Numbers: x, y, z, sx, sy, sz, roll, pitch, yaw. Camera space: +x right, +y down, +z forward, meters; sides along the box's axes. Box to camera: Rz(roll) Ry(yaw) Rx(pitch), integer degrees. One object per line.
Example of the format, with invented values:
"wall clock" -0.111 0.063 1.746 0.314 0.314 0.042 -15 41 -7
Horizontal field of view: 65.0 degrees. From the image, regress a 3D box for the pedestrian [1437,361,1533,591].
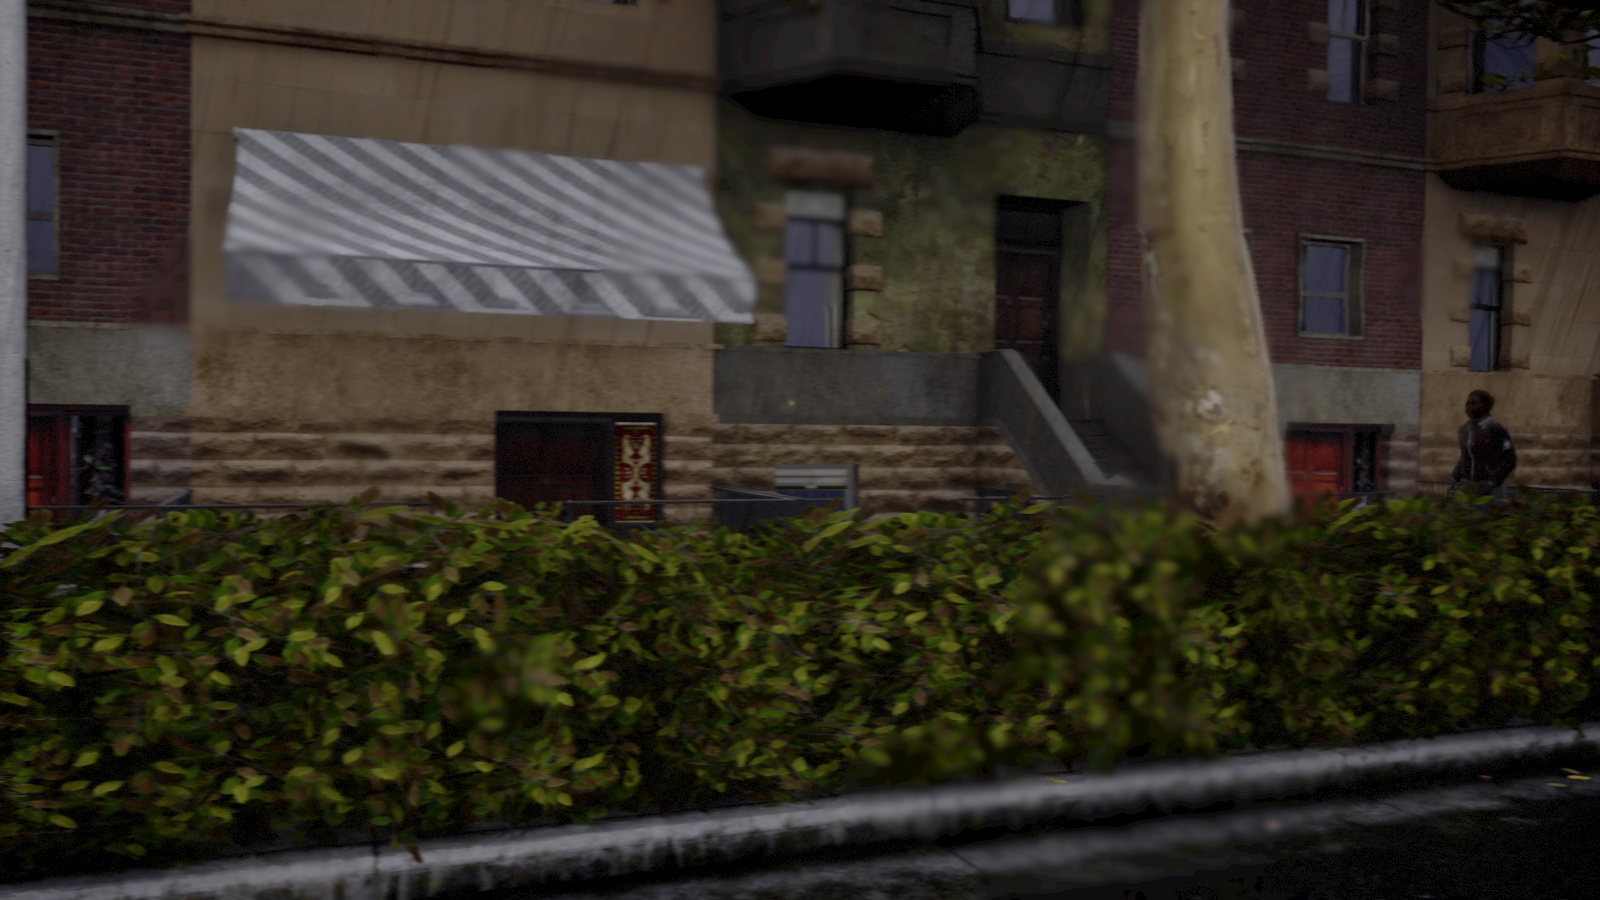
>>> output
"pedestrian" 5.916 0.214 10.850 0.666 1.930 0.402 -1 1 -23
